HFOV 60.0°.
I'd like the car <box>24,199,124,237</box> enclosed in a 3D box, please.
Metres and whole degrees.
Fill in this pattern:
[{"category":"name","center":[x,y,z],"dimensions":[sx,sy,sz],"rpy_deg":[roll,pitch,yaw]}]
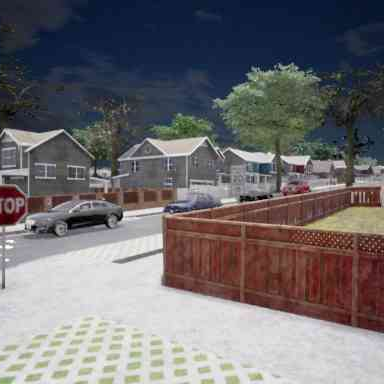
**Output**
[{"category":"car","center":[-5.543,1.143,16.167],"dimensions":[2.128,1.511,4.902],"rpy_deg":[0,2,36]}]

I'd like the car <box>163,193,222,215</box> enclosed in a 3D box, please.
[{"category":"car","center":[0.192,0.808,24.152],"dimensions":[2.033,1.411,5.357],"rpy_deg":[0,3,35]}]

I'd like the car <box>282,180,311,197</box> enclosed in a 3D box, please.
[{"category":"car","center":[13.463,-0.518,42.493],"dimensions":[2.150,2.045,5.566],"rpy_deg":[0,3,37]}]

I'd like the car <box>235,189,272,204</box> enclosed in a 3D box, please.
[{"category":"car","center":[6.024,0.427,32.255],"dimensions":[1.895,1.301,4.718],"rpy_deg":[0,3,36]}]
